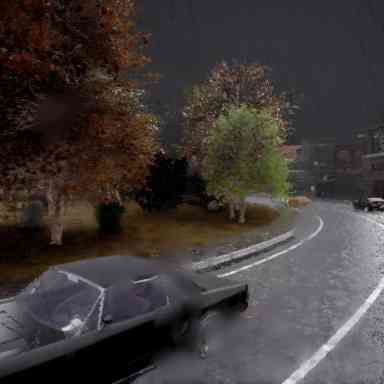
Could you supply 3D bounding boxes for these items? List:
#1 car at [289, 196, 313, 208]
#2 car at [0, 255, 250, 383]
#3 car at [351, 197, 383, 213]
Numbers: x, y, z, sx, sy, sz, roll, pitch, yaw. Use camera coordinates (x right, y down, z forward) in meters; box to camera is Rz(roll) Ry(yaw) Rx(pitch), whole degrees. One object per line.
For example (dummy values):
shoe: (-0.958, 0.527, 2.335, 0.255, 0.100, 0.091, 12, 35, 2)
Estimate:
car: (14.283, 1.217, 43.883, 1.882, 1.535, 5.008, -1, 0, 1)
car: (-1.342, 1.598, 4.110, 1.895, 1.301, 4.718, 0, 0, 44)
car: (17.705, 1.228, 33.237, 1.882, 1.535, 5.008, -1, 0, 3)
